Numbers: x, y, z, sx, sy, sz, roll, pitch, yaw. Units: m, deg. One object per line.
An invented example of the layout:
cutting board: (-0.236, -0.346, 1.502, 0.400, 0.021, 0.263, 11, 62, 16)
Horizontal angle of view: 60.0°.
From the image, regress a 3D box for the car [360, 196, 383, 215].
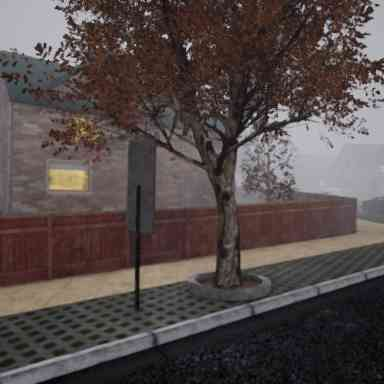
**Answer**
car: (13.510, 1.001, 22.270, 2.033, 1.411, 5.357, 1, 2, -3)

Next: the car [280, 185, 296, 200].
car: (12.336, 0.202, 42.498, 1.882, 1.535, 5.008, 1, 2, -3)

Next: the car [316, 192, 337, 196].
car: (12.928, 0.655, 32.221, 1.994, 1.385, 4.181, 1, 2, -3)

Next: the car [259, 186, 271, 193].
car: (14.050, -0.386, 62.851, 1.812, 1.442, 4.674, 1, 2, -3)
